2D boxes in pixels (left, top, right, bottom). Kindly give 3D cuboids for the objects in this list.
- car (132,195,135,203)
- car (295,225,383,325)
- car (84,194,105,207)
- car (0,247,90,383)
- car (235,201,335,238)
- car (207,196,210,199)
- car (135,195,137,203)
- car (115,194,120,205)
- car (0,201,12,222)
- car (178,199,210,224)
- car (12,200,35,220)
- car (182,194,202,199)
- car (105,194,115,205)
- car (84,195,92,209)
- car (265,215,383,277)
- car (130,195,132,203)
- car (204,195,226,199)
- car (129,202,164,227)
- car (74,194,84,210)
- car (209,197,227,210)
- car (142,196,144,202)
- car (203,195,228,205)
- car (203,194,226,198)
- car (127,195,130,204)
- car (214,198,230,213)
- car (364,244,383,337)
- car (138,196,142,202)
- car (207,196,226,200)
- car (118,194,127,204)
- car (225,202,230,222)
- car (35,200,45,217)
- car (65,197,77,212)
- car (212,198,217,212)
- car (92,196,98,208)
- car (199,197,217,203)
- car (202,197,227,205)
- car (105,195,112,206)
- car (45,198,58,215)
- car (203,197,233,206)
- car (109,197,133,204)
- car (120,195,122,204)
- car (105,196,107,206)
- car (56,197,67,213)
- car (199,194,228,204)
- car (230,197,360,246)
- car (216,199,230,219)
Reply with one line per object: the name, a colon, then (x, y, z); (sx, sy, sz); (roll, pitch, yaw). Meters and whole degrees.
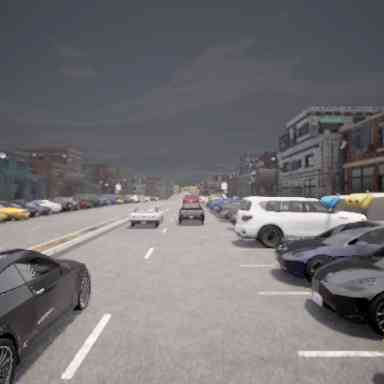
car: (-16.128, 1.538, 72.894); (5.566, 2.045, 2.435); (0, -1, 0)
car: (4.649, 1.507, 5.994); (4.792, 1.488, 2.163); (0, 0, 0)
car: (-15.995, 1.317, 48.089); (5.566, 2.045, 2.435); (0, 0, 0)
car: (-2.925, 1.523, 4.775); (1.812, 1.442, 4.674); (0, 0, 0)
car: (4.647, 1.356, 17.145); (4.553, 1.767, 2.185); (0, 0, 0)
car: (4.516, 1.564, 39.467); (4.792, 1.488, 2.163); (0, 0, 0)
car: (-16.227, 1.926, 78.396); (4.792, 1.488, 2.163); (0, -1, 0)
car: (-16.046, 1.632, 59.117); (5.008, 1.535, 2.097); (0, 0, 0)
car: (-15.963, 1.479, 23.267); (5.366, 1.575, 1.946); (0, 0, -1)
car: (-0.041, 1.504, 25.043); (2.128, 1.511, 4.902); (0, 0, 0)
car: (-15.614, 1.484, 26.033); (5.366, 1.575, 1.946); (0, 0, 0)
car: (-0.141, 1.289, 42.793); (2.150, 2.045, 5.566); (0, 0, 0)
car: (-16.061, 1.490, 56.360); (4.553, 1.767, 2.185); (0, 0, 0)
car: (-15.920, 1.540, 42.573); (5.008, 1.535, 2.097); (0, 0, 0)
car: (4.633, 1.506, 8.771); (4.792, 1.488, 2.163); (0, 0, 0)
car: (-16.107, 1.492, 70.141); (5.566, 2.045, 2.435); (0, -1, 0)
car: (4.461, 1.557, 45.025); (5.008, 1.535, 2.097); (0, 0, 0)
car: (-3.030, 1.610, 23.105); (1.895, 1.301, 4.718); (0, 0, 0)
car: (-15.873, 1.403, 39.817); (4.553, 1.767, 2.185); (0, 0, 0)
car: (4.526, 1.516, 33.783); (4.892, 1.521, 2.231); (0, 0, 0)
car: (-16.233, 1.842, 86.671); (5.566, 2.045, 2.435); (0, -1, 0)
car: (4.329, 1.519, 61.697); (4.553, 1.767, 2.185); (0, 0, 0)
car: (4.396, 1.458, 50.575); (4.553, 1.767, 2.185); (0, 0, 0)
car: (-16.086, 1.456, 67.384); (5.566, 2.045, 2.435); (0, -1, 0)
car: (4.580, 1.530, 28.351); (4.792, 1.488, 2.163); (0, 0, 0)
car: (4.879, 1.476, 3.215); (5.366, 1.575, 1.946); (0, 0, 0)
car: (-16.268, 1.774, 83.914); (5.566, 2.045, 2.435); (0, -1, 0)
car: (4.498, 1.524, 36.563); (5.008, 1.535, 2.097); (0, 0, 0)
car: (-15.908, 1.672, 64.630); (5.366, 1.575, 1.946); (0, 0, 0)
car: (4.596, 1.525, 20.014); (4.674, 1.452, 2.002); (0, 0, 0)
car: (-15.791, 1.522, 28.789); (4.792, 1.488, 2.163); (0, 0, 0)
car: (-15.912, 1.547, 37.060); (4.792, 1.488, 2.163); (0, 0, 0)
car: (4.532, 1.548, 31.129); (4.674, 1.452, 2.002); (0, 0, 0)
car: (-15.917, 1.583, 45.329); (4.792, 1.488, 2.163); (0, 0, 0)
car: (4.231, 2.184, 89.463); (4.792, 1.488, 2.163); (0, -1, 0)
car: (4.343, 1.707, 64.473); (4.674, 1.452, 2.002); (0, 0, 0)
car: (-16.038, 1.629, 53.601); (4.792, 1.488, 2.163); (0, 0, 0)
car: (-15.812, 1.529, 31.544); (4.792, 1.488, 2.163); (0, 0, 0)
car: (4.399, 1.612, 56.016); (4.892, 1.521, 2.231); (0, 0, 0)
car: (-16.171, 1.837, 75.646); (5.008, 1.535, 2.097); (0, -1, 0)
car: (-16.069, 1.692, 61.871); (4.674, 1.452, 2.002); (0, 0, 0)
car: (-15.985, 1.623, 50.845); (4.674, 1.452, 2.002); (0, 0, 0)
car: (-15.859, 1.548, 34.266); (4.674, 1.452, 2.002); (0, 0, 0)
car: (4.300, 1.444, 67.251); (5.566, 2.045, 2.435); (0, -1, 0)
car: (4.659, 1.228, 14.332); (5.566, 2.045, 2.435); (0, 0, 0)
car: (4.573, 1.496, 25.571); (4.892, 1.521, 2.231); (0, 0, 0)
